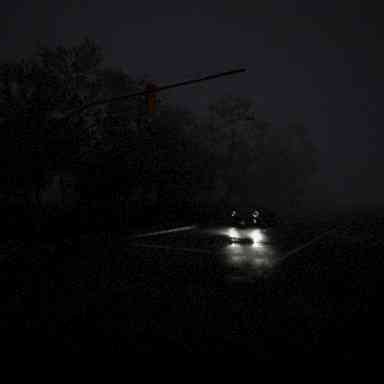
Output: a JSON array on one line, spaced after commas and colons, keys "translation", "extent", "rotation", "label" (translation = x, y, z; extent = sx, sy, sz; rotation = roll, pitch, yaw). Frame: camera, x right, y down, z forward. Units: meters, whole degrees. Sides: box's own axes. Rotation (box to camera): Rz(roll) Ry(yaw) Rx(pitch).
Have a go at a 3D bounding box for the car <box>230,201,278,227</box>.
[{"translation": [4.451, 1.439, 23.515], "extent": [2.097, 1.767, 4.553], "rotation": [-1, 0, 32], "label": "car"}]
